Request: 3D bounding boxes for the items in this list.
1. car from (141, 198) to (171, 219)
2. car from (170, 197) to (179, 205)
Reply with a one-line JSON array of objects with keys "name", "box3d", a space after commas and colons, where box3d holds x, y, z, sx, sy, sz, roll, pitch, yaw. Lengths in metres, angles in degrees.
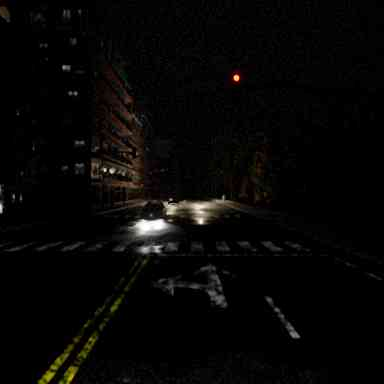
[{"name": "car", "box3d": [-3.305, 1.579, 29.312, 2.128, 1.511, 4.902, 0, 1, 0]}, {"name": "car", "box3d": [-3.354, 1.594, 61.092, 2.033, 1.411, 5.357, 0, 0, 0]}]
